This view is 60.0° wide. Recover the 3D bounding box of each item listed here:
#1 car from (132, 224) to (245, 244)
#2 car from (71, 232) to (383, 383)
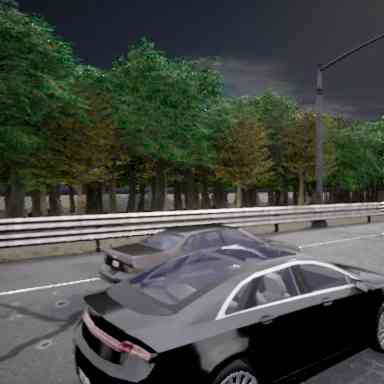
[{"bbox_3d":[0.449,1.533,8.364,5.357,1.411,2.033,0,0,-36],"label":"car"},{"bbox_3d":[0.987,1.483,4.451,4.902,1.511,2.128,0,0,-35],"label":"car"}]
